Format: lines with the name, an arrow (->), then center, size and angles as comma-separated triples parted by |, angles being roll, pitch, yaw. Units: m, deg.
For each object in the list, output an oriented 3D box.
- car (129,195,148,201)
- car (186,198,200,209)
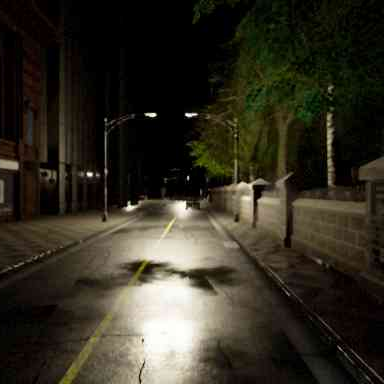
car -> -14.880, 1.555, 87.667 | 5.009, 1.841, 2.192 | -1, 1, 0
car -> 0.100, 1.530, 45.360 | 2.128, 1.511, 4.902 | 0, 0, 0
